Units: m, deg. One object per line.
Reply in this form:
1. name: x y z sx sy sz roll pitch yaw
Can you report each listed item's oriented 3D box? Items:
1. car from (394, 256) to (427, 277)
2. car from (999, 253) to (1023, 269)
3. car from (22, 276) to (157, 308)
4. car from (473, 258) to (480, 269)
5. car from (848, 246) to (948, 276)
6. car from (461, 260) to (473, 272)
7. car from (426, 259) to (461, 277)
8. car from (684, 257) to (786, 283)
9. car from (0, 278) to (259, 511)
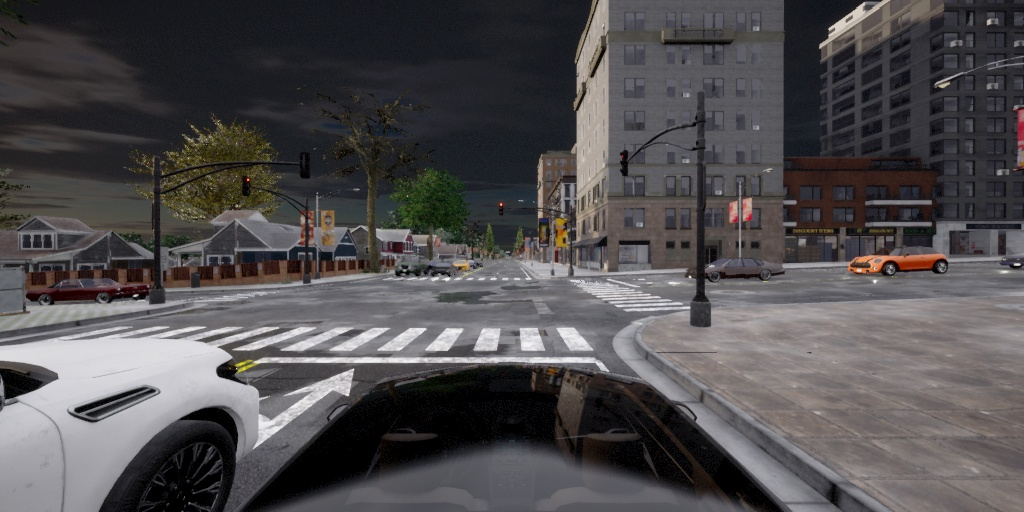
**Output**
1. car: -9.875 0.987 35.676 2.150 2.045 5.566 0 0 -1
2. car: 33.567 0.038 21.943 5.357 1.411 2.033 -2 0 0
3. car: -21.638 1.807 18.524 4.718 1.301 1.895 -2 0 0
4. car: -6.640 1.333 56.901 1.812 1.442 4.674 0 0 0
5. car: 23.427 0.218 21.911 4.553 1.767 2.097 -2 0 0
6. car: -6.637 1.259 46.532 1.882 1.535 5.008 0 0 0
7. car: -6.626 1.314 35.297 2.033 1.411 5.357 0 0 0
8. car: 13.507 0.793 21.879 5.357 1.411 2.033 -2 0 0
9. car: -3.146 0.972 0.545 2.150 2.045 5.566 0 0 0
